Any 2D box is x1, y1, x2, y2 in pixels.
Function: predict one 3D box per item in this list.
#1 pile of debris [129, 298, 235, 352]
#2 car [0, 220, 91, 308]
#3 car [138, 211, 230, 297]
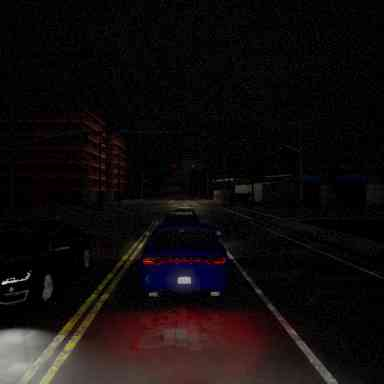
[{"bbox_3d":[-0.175,2.175,5.638,1.500,0.140,1.860,0,0,-2],"label":"pile of debris"},{"bbox_3d":[-3.861,1.505,8.131,1.837,1.490,4.892,0,0,-2],"label":"car"},{"bbox_3d":[-0.216,1.478,8.609,1.882,1.535,5.008,0,0,-2],"label":"car"}]
